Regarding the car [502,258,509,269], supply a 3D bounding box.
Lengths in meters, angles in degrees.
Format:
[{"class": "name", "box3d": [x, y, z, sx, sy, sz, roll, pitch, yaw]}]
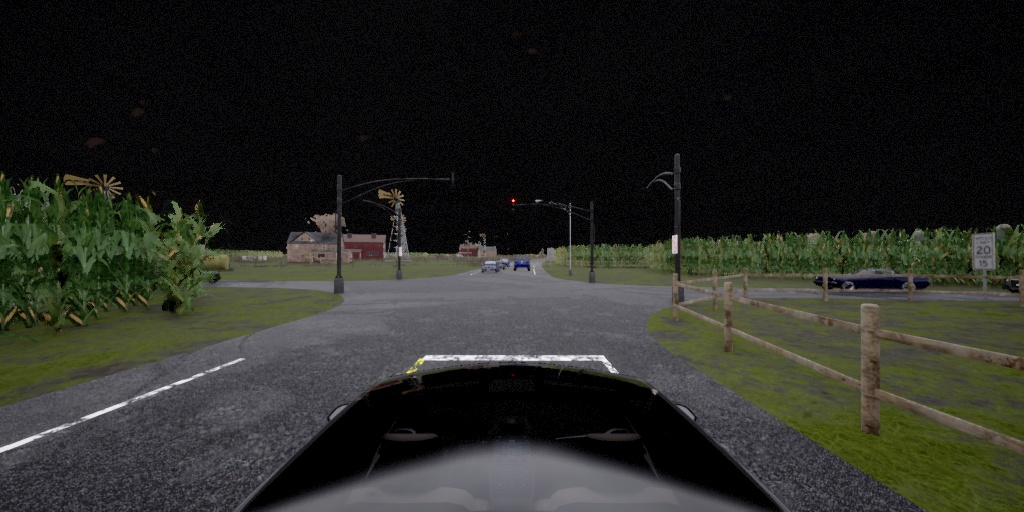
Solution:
[{"class": "car", "box3d": [-2.066, 1.303, 53.904, 1.994, 1.385, 4.181, 0, 0, 5]}]

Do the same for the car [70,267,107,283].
[{"class": "car", "box3d": [-32.809, 1.185, 26.701, 4.902, 1.511, 2.128, 0, -1, 9]}]

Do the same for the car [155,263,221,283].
[{"class": "car", "box3d": [-22.978, 1.210, 25.058, 4.892, 1.490, 1.837, 0, -1, 9]}]

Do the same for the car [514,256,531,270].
[{"class": "car", "box3d": [1.457, 0.962, 50.878, 2.150, 2.045, 5.566, 0, 0, 3]}]

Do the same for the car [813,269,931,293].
[{"class": "car", "box3d": [20.381, 1.401, 20.565, 4.718, 1.301, 1.895, 0, -1, 9]}]

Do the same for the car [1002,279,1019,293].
[{"class": "car", "box3d": [29.349, 1.377, 19.016, 4.181, 1.385, 1.994, 0, -1, 10]}]

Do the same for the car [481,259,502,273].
[{"class": "car", "box3d": [-2.595, 1.271, 43.898, 1.812, 1.442, 4.674, 0, 0, 3]}]
